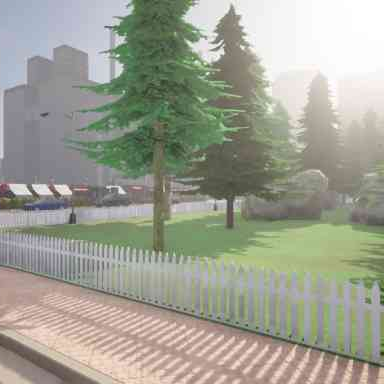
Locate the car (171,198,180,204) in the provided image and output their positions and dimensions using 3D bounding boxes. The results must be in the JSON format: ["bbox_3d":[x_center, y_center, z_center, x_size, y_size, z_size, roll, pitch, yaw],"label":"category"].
[{"bbox_3d":[-3.969,1.352,56.122,2.097,1.767,4.553,0,0,35],"label":"car"}]

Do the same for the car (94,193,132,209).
[{"bbox_3d":[-10.844,1.221,46.042,2.150,2.045,5.566,0,0,34],"label":"car"}]

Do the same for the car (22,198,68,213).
[{"bbox_3d":[-16.542,1.478,37.612,1.882,1.535,5.008,0,0,34],"label":"car"}]
